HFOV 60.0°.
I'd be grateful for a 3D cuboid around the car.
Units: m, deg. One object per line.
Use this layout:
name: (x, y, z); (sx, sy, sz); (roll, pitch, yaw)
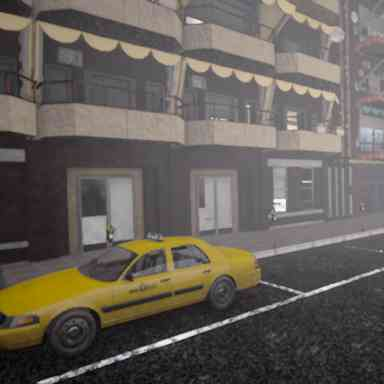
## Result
car: (-0.886, 1.452, 5.934); (4.829, 1.417, 1.752); (-2, 1, -35)
